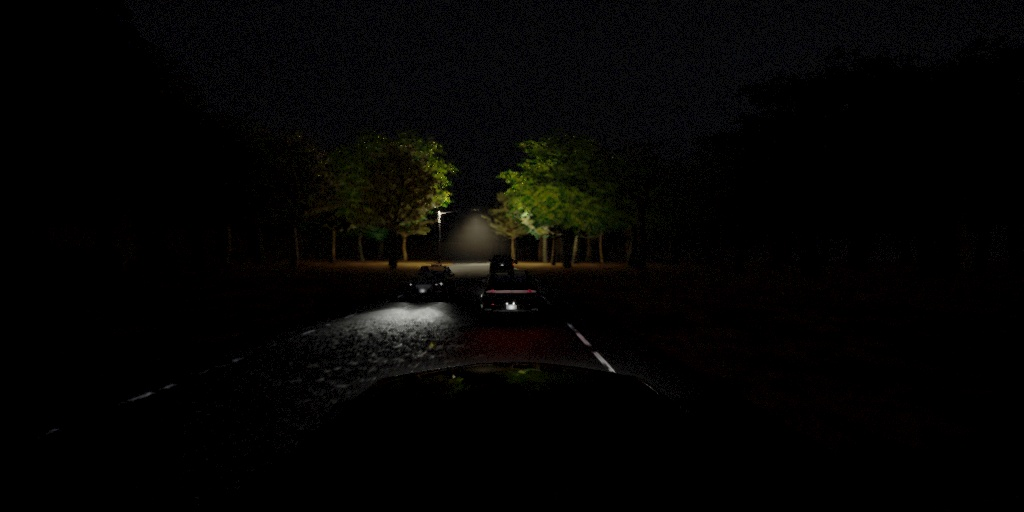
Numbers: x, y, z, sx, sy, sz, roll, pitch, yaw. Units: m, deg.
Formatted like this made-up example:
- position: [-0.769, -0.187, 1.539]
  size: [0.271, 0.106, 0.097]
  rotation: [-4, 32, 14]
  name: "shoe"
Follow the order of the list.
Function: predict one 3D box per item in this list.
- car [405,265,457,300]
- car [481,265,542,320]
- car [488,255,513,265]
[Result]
- position: [-3.872, 1.222, 17.738]
  size: [2.128, 1.511, 4.902]
  rotation: [0, 0, -2]
  name: "car"
- position: [-0.067, 1.225, 12.556]
  size: [2.128, 1.511, 4.902]
  rotation: [0, 0, -1]
  name: "car"
- position: [-1.041, 0.882, 34.388]
  size: [2.150, 2.045, 5.566]
  rotation: [0, 0, -4]
  name: "car"
